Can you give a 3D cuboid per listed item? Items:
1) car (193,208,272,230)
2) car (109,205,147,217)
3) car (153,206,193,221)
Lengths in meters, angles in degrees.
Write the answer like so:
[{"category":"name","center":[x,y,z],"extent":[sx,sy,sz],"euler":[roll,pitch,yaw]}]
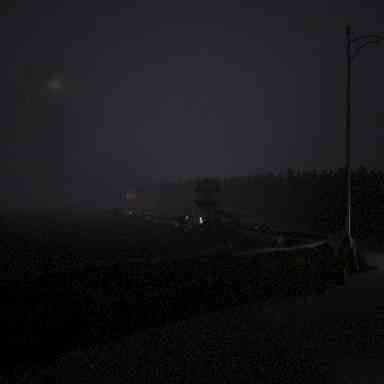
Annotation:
[{"category":"car","center":[2.335,1.717,18.808],"extent":[1.837,1.490,4.892],"euler":[1,-1,-34]},{"category":"car","center":[-5.847,1.883,30.247],"extent":[1.895,1.301,4.718],"euler":[1,0,-36]},{"category":"car","center":[-1.713,1.911,30.093],"extent":[1.895,1.301,4.718],"euler":[1,-1,-36]}]
